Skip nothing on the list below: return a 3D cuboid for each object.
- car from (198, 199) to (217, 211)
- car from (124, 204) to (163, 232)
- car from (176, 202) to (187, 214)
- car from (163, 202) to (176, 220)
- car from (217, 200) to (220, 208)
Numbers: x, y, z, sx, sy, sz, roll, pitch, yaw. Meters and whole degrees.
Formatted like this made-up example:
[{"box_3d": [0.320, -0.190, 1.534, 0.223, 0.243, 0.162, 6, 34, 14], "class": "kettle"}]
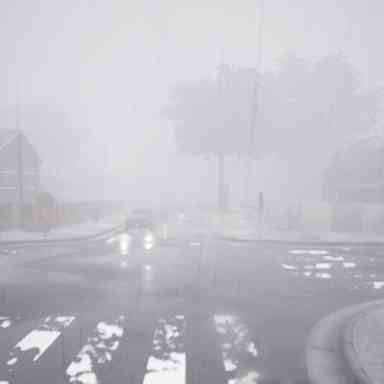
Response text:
[{"box_3d": [2.346, 2.111, 54.914, 2.097, 1.767, 4.553, 0, -1, 11], "class": "car"}, {"box_3d": [-3.334, 1.799, 22.674, 1.837, 1.490, 4.892, 0, -1, 1], "class": "car"}, {"box_3d": [-1.857, 2.117, 45.366, 1.837, 1.490, 4.892, 0, -1, 7], "class": "car"}, {"box_3d": [-3.005, 1.908, 32.735, 1.882, 1.535, 5.008, 0, -1, 3], "class": "car"}, {"box_3d": [4.280, 2.233, 64.641, 2.097, 1.767, 4.553, 0, -1, 14], "class": "car"}]
